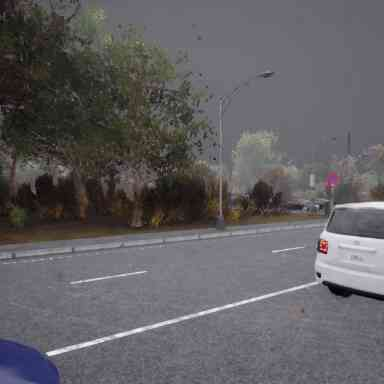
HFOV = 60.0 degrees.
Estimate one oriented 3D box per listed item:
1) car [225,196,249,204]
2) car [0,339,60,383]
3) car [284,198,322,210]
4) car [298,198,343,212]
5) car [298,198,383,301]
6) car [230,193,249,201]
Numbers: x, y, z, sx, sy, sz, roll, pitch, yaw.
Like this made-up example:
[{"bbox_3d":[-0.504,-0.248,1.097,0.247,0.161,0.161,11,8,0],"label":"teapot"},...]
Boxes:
[{"bbox_3d":[8.709,1.483,64.856,1.895,1.301,4.718,0,1,-32],"label":"car"},{"bbox_3d":[-3.070,1.526,1.553,4.674,1.442,1.812,0,0,-36],"label":"car"},{"bbox_3d":[12.539,1.491,38.756,2.128,1.511,4.902,0,0,-33],"label":"car"},{"bbox_3d":[15.569,1.491,40.540,2.128,1.511,4.902,0,0,-32],"label":"car"},{"bbox_3d":[5.050,1.221,7.356,5.566,2.045,2.150,0,0,-35],"label":"car"},{"bbox_3d":[7.294,1.213,47.085,2.150,2.045,5.566,0,0,-32],"label":"car"}]
